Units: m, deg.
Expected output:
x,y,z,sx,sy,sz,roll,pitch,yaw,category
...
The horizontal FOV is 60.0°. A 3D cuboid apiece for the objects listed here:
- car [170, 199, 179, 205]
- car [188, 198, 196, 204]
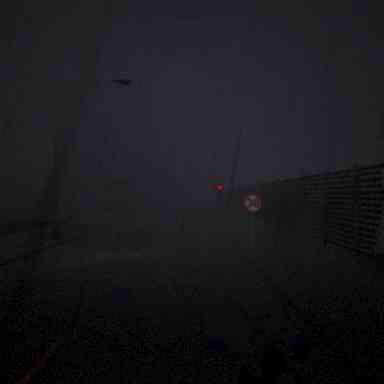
x,y,z,sx,sy,sz,roll,pitch,yaw,category
-3.956,2.320,77.525,1.882,1.535,5.008,0,-1,0,car
0.046,2.180,79.674,1.837,1.490,4.892,0,-1,0,car
